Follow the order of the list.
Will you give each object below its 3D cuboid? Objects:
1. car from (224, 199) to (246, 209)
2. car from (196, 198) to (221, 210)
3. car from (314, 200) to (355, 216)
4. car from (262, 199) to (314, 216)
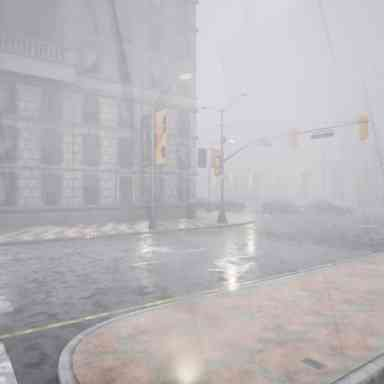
[{"bbox_3d":[4.987,1.601,44.650,1.895,1.301,4.718,0,0,-36],"label":"car"},{"bbox_3d":[1.420,1.491,43.616,2.128,1.511,4.902,0,0,-36],"label":"car"},{"bbox_3d":[13.571,1.524,32.740,1.812,1.442,4.674,0,0,-36],"label":"car"},{"bbox_3d":[8.949,1.492,32.528,2.128,1.511,4.902,0,0,-29],"label":"car"}]
